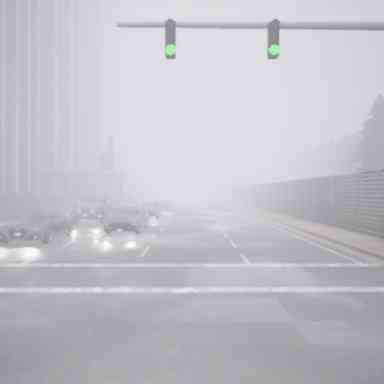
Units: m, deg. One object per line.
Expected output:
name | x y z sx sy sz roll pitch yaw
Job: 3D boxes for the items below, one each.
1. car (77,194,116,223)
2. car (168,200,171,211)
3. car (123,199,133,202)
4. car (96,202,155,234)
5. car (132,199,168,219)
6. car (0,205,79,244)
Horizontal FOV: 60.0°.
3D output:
car | -7.096 1.188 24.879 2.150 2.045 5.566 0 0 0
car | -3.579 1.569 40.499 1.895 1.301 4.718 0 0 0
car | -7.087 1.513 38.098 2.033 1.411 5.357 0 0 0
car | -3.597 1.516 19.177 2.033 1.411 5.357 0 0 0
car | -3.595 1.516 29.249 2.033 1.411 5.357 0 0 0
car | -7.098 1.531 15.521 1.994 1.385 4.181 0 0 0
